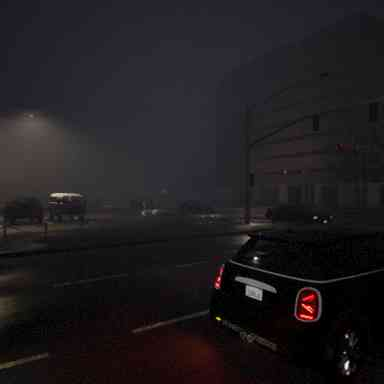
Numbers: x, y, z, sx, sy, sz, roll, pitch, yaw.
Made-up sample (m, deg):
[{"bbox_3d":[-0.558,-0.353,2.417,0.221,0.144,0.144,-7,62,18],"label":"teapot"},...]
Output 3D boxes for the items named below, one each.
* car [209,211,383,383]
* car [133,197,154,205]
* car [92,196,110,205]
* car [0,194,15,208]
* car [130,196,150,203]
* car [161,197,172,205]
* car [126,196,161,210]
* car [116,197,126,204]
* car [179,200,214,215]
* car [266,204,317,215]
[{"bbox_3d":[2.554,1.351,5.625,4.553,1.767,2.097,0,0,-35],"label":"car"},{"bbox_3d":[-8.966,1.577,60.823,1.812,1.442,4.674,0,0,-36],"label":"car"},{"bbox_3d":[-16.125,1.545,58.628,2.128,1.511,4.902,0,0,-35],"label":"car"},{"bbox_3d":[-31.779,1.208,56.421,1.932,1.855,4.605,0,0,-35],"label":"car"},{"bbox_3d":[-10.986,1.597,69.677,2.033,1.411,5.357,0,0,-35],"label":"car"},{"bbox_3d":[-5.472,1.577,61.948,1.812,1.442,4.674,0,0,-35],"label":"car"},{"bbox_3d":[-6.646,1.404,45.147,2.097,1.767,4.553,0,0,-35],"label":"car"},{"bbox_3d":[-14.023,1.615,67.943,1.994,1.385,4.181,0,0,-35],"label":"car"},{"bbox_3d":[0.381,1.578,35.254,1.812,1.442,4.674,0,0,-35],"label":"car"},{"bbox_3d":[7.576,1.586,24.079,2.033,1.411,5.357,0,0,-25],"label":"car"}]
